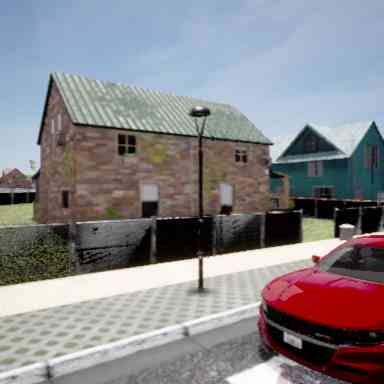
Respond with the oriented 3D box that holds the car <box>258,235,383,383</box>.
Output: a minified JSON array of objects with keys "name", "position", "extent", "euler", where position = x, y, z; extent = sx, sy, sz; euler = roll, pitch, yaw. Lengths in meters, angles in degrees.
[{"name":"car","position":[3.218,1.477,5.345],"extent":[5.008,1.535,1.882],"euler":[0,0,-35]}]
